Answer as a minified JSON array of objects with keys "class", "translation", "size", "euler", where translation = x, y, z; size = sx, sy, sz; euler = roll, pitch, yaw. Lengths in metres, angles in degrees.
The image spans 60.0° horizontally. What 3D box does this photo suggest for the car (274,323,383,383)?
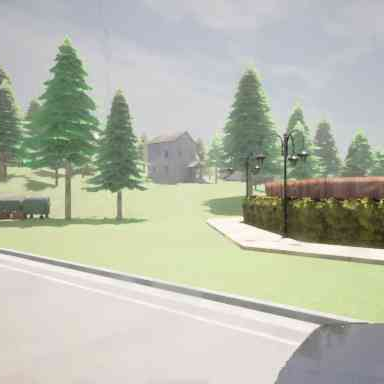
[{"class":"car","translation":[3.134,1.548,1.746],"size":[5.357,1.411,2.033],"euler":[0,0,36]}]
